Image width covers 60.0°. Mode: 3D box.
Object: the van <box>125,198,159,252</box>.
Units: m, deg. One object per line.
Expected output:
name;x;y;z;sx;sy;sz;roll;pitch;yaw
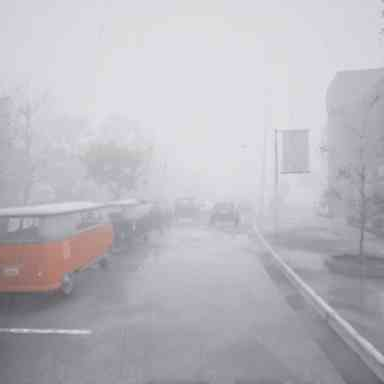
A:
van;-2.922;1.316;14.256;1.878;1.987;4.442;-2;0;5

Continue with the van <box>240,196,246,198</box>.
van;9.079;1.780;61.652;1.878;1.987;4.442;-1;0;18

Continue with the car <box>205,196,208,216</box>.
car;0.912;1.507;36.173;2.435;2.045;5.566;-1;0;12

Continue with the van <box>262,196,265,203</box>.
van;15.282;1.945;78.238;1.878;1.987;4.442;-1;-1;23

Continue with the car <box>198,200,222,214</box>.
car;2.369;1.856;41.538;2.002;1.452;4.674;-1;0;16

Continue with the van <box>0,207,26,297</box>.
van;-3.648;1.257;3.096;1.878;1.987;4.442;-2;0;-1

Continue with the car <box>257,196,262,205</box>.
car;13.288;2.103;72.912;2.231;1.521;4.892;-1;0;19

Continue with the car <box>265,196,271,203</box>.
car;19.120;2.297;88.513;2.002;1.452;4.674;-1;-1;21

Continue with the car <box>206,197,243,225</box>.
car;2.620;1.497;25.573;2.097;1.767;4.553;0;-1;10

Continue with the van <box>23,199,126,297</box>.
van;-3.381;1.282;8.684;1.878;1.987;4.442;-2;0;4

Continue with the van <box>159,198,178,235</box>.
van;-2.282;1.360;19.800;1.878;1.987;4.442;-2;0;6

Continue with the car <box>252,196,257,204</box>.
car;11.359;2.088;67.750;2.163;1.488;4.792;-1;0;19

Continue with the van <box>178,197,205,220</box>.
van;-0.338;1.471;30.815;1.878;1.987;4.442;-2;0;10

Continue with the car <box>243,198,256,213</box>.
car;6.700;1.881;42.538;1.994;1.385;4.181;-1;-1;16
